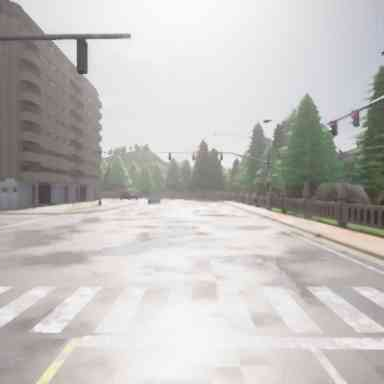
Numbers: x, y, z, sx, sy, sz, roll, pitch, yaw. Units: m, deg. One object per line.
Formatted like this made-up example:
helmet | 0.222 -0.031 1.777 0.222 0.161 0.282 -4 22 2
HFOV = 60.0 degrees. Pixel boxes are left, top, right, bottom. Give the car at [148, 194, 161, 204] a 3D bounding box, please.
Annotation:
car | -6.368 1.161 57.271 2.097 1.767 4.553 0 0 -5

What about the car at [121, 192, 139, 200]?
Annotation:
car | -15.168 0.992 81.030 2.150 2.045 5.566 0 0 -41
